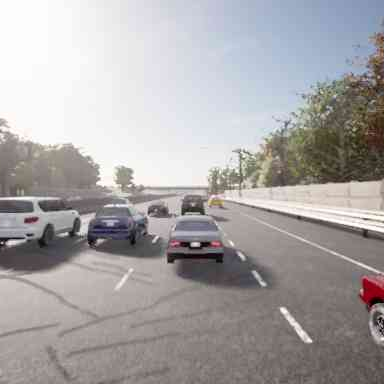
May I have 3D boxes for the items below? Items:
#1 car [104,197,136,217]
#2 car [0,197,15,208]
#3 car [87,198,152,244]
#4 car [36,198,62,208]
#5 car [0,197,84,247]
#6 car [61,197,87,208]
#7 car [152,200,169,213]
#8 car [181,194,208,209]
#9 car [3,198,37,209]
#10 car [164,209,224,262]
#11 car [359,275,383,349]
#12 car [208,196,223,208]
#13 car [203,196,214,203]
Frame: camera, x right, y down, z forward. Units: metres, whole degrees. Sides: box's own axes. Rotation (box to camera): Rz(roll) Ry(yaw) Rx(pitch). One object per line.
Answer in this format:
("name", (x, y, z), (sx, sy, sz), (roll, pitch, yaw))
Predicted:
("car", (-6.907, 1.382, 32.479), (2.097, 1.767, 4.553), (0, 0, 0))
("car", (-28.072, 1.541, 48.190), (2.128, 1.511, 4.902), (0, 0, 0))
("car", (-3.404, 1.364, 16.019), (2.097, 1.767, 4.553), (0, 0, 0))
("car", (-21.076, 1.615, 49.064), (1.994, 1.385, 4.181), (0, 0, 0))
("car", (-6.907, 1.232, 15.101), (2.150, 2.045, 5.566), (0, 0, 0))
("car", (-17.573, 1.544, 49.865), (2.128, 1.511, 4.902), (0, 0, 0))
("car", (-3.409, 1.558, 33.819), (1.812, 1.442, 4.674), (0, 0, 0))
("car", (0.090, 1.251, 31.979), (2.150, 2.045, 5.566), (0, 0, 0))
("car", (-24.572, 1.597, 47.738), (2.033, 1.411, 5.357), (0, 0, 1))
("car", (0.097, 1.556, 12.055), (2.033, 1.411, 5.357), (0, 0, 0))
("car", (3.564, 1.545, 3.231), (1.895, 1.301, 4.718), (0, 0, 2))
("car", (3.487, 1.479, 49.853), (1.882, 1.535, 5.008), (0, 0, 0))
("car", (3.483, 1.623, 71.866), (2.033, 1.411, 5.357), (0, 0, 0))
